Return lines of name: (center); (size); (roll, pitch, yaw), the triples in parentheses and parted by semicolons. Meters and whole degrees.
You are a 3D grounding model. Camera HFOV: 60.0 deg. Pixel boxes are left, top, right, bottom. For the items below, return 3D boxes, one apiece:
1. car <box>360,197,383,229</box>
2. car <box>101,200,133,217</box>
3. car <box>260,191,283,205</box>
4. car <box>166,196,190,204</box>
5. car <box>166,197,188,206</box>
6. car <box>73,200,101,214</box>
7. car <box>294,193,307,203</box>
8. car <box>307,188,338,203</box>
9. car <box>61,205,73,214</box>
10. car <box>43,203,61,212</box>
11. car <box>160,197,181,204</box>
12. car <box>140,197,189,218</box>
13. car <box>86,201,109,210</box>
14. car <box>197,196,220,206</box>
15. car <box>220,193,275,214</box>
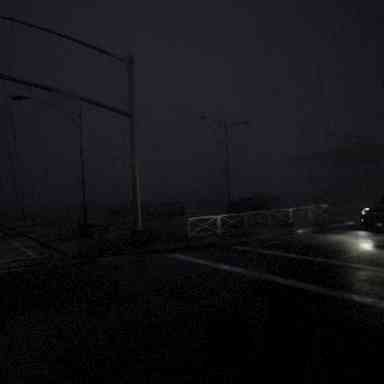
car: (10.142, 0.807, 16.094); (4.553, 1.767, 2.097); (-3, 0, -35)
car: (-6.535, 1.661, 35.403); (5.027, 1.636, 2.152); (-3, 0, -35)
car: (9.494, 0.882, 42.787); (4.605, 1.855, 1.932); (-3, 0, -35)
car: (-3.208, 1.845, 75.726); (5.027, 1.636, 2.152); (-3, 0, -35)
car: (-2.718, 1.754, 61.620); (3.633, 1.501, 1.845); (-3, 0, -35)
car: (-13.856, 1.971, 45.892); (3.866, 1.878, 1.905); (-3, 0, -35)
car: (16.429, 0.840, 47.673); (3.806, 1.475, 1.970); (-3, 0, -35)
car: (17.816, 0.478, 44.599); (3.866, 1.878, 1.905); (-3, 0, -35)
car: (-15.855, 2.094, 48.037); (4.605, 1.855, 1.932); (-3, 0, -35)
car: (-26.358, 2.925, 63.348); (3.633, 1.501, 1.845); (-3, 0, -35)
car: (-5.045, 1.950, 78.267); (4.514, 1.523, 2.007); (-3, 0, -35)
car: (-2.596, 1.535, 30.328); (3.806, 1.475, 1.970); (-3, 0, -35)
car: (-18.576, 2.578, 65.155); (3.806, 1.475, 1.970); (-3, 0, -35)
car: (2.962, 1.433, 53.404); (4.514, 1.523, 2.007); (-3, 0, -35)
car: (5.275, 1.235, 31.362); (4.514, 1.523, 2.007); (-3, 0, -35)
